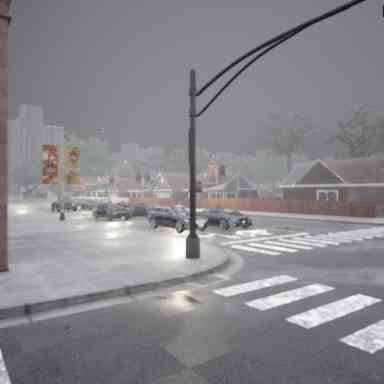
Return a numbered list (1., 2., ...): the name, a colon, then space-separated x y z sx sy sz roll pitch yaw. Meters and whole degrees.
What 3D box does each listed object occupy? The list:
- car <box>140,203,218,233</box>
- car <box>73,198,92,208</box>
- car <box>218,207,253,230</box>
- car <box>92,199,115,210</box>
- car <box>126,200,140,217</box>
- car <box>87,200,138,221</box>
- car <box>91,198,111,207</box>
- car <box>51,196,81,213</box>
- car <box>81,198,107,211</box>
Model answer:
1. car: -0.946 1.593 20.398 2.128 1.511 4.902 0 0 -37
2. car: -18.807 1.843 56.948 1.837 1.490 4.892 0 0 -35
3. car: 1.989 1.662 21.898 1.994 1.385 4.181 0 0 -36
4. car: -13.091 1.809 48.958 1.812 1.442 4.674 0 0 -35
5. car: -3.958 1.708 30.267 2.033 1.411 5.357 0 0 -36
6. car: -7.098 1.715 29.071 2.033 1.411 5.357 0 0 -36
7. car: -16.158 1.815 58.831 1.882 1.535 5.008 0 0 -35
8. car: -16.176 1.483 41.904 2.150 2.045 5.566 0 0 -35
9. car: -13.065 1.762 43.133 1.837 1.490 4.892 0 -1 -35
